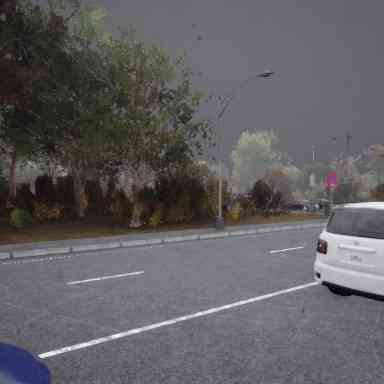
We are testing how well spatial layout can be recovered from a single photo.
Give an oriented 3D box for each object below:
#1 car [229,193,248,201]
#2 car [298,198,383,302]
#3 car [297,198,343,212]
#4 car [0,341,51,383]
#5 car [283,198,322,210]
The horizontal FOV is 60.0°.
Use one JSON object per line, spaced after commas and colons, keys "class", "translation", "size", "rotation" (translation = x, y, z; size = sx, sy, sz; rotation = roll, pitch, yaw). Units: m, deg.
{"class": "car", "translation": [7.235, 1.213, 47.049], "size": [2.150, 2.045, 5.566], "rotation": [0, 0, -32]}
{"class": "car", "translation": [5.037, 1.222, 7.348], "size": [5.566, 2.045, 2.150], "rotation": [0, 0, -36]}
{"class": "car", "translation": [15.511, 1.491, 40.505], "size": [2.128, 1.511, 4.902], "rotation": [0, 0, -32]}
{"class": "car", "translation": [-3.122, 1.526, 1.515], "size": [4.674, 1.442, 1.812], "rotation": [0, 0, -36]}
{"class": "car", "translation": [12.482, 1.492, 38.720], "size": [2.128, 1.511, 4.902], "rotation": [0, 0, -33]}
